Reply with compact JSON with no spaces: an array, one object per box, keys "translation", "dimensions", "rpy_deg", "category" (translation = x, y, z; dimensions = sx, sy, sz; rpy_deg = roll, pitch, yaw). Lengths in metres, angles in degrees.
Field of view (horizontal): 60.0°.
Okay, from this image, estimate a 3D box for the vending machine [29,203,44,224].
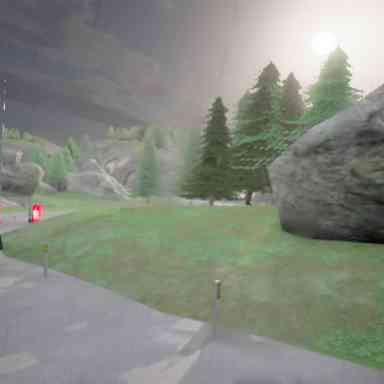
[{"translation":[-17.409,2.399,37.296],"dimensions":[1.100,2.100,0.880],"rpy_deg":[8,2,-9],"category":"vending machine"}]
